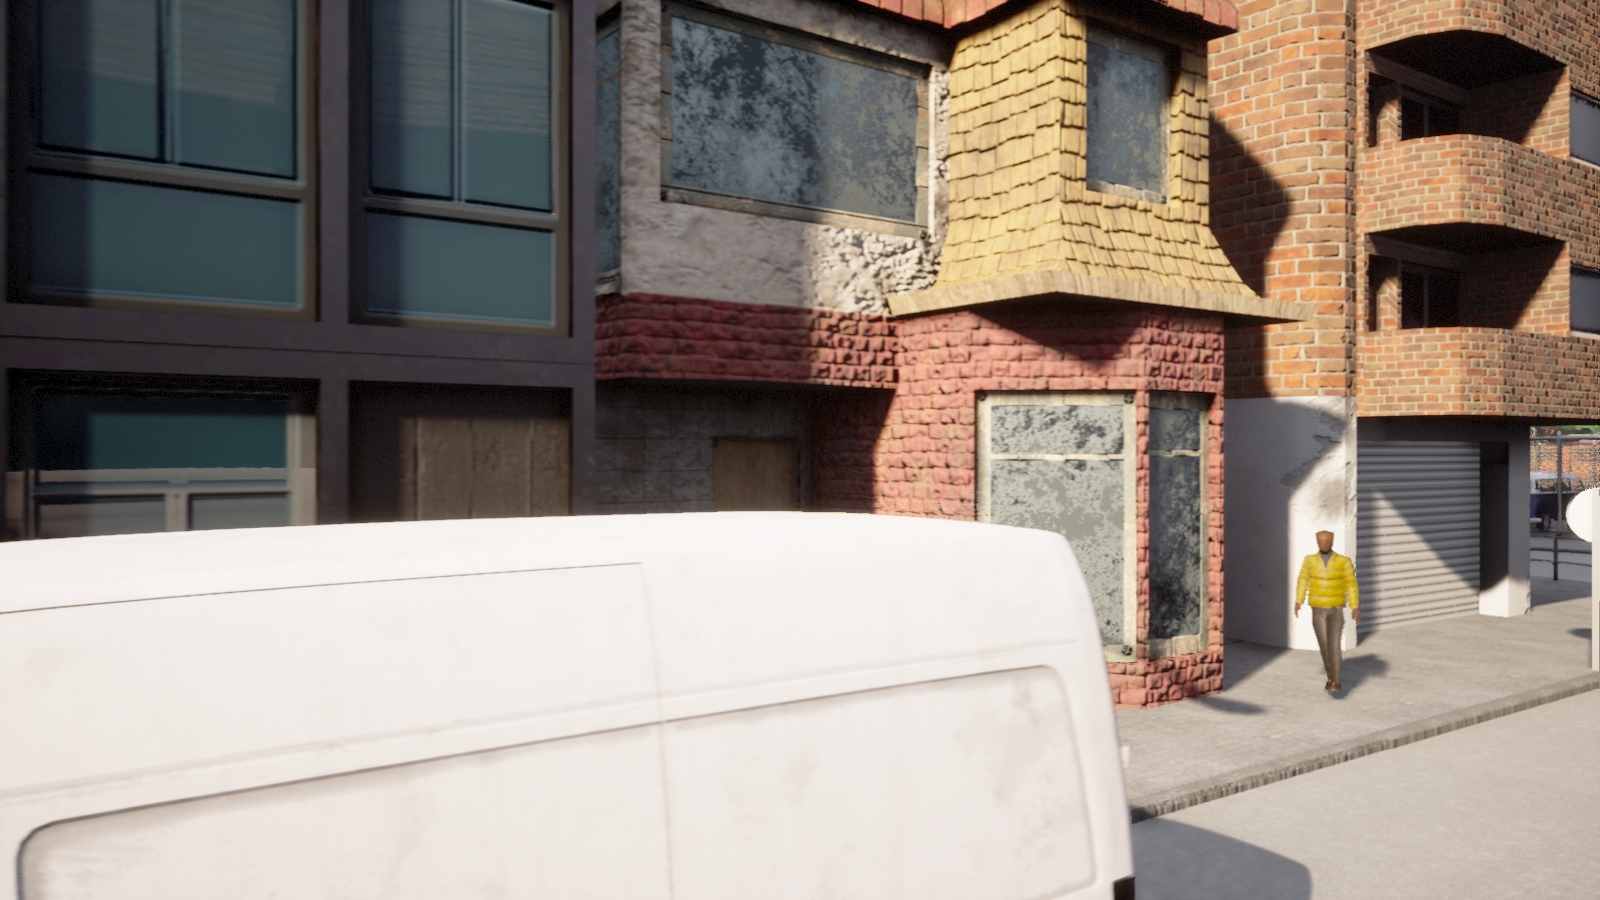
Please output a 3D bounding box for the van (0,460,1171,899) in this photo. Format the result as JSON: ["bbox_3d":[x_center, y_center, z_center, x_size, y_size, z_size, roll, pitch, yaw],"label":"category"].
[{"bbox_3d":[-1.678,1.317,3.174,5.915,2.561,1.988,0,0,-35],"label":"van"}]

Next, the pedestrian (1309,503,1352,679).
[{"bbox_3d":[5.800,1.525,12.492,0.375,1.860,0.375,0,0,32],"label":"pedestrian"}]
